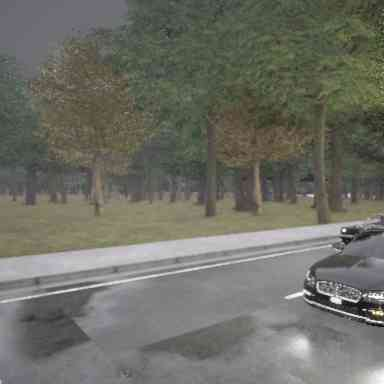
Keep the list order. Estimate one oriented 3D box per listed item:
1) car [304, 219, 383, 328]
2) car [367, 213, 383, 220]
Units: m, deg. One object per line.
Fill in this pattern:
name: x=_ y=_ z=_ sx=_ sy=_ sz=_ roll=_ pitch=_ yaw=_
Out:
car: x=4.281 y=1.474 z=6.738 sx=4.892 sy=1.490 sz=1.837 roll=0 pitch=0 yaw=-35
car: x=7.982 y=1.542 z=13.366 sx=4.718 sy=1.301 sz=1.895 roll=0 pitch=0 yaw=-35
